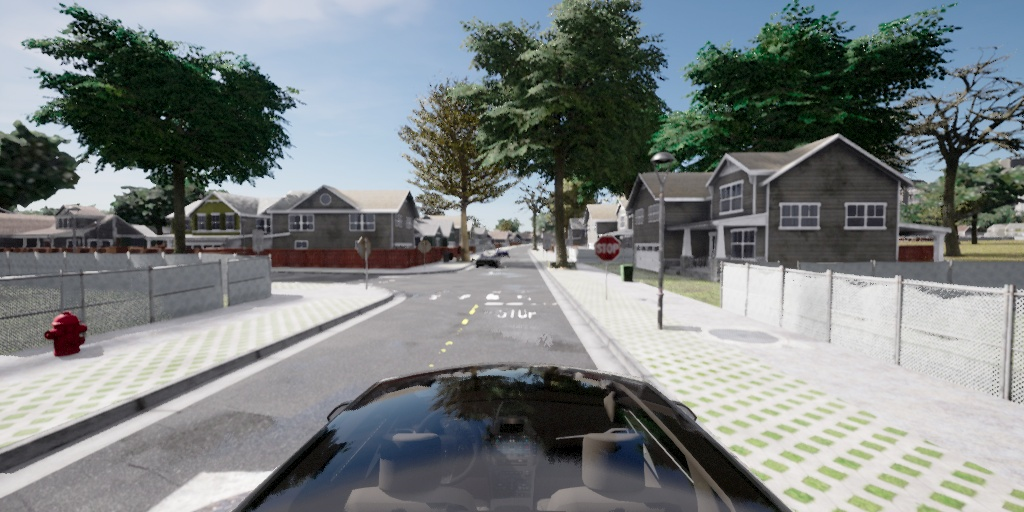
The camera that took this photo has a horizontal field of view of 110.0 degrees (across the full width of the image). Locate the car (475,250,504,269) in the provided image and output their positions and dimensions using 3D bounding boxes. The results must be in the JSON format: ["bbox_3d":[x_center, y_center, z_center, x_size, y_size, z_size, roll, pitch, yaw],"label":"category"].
[{"bbox_3d":[-2.010,0.377,30.878,1.895,1.301,4.718,0,2,2],"label":"car"}]

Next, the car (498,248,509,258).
[{"bbox_3d":[-1.384,-0.456,53.024,1.895,1.301,4.718,0,2,2],"label":"car"}]
